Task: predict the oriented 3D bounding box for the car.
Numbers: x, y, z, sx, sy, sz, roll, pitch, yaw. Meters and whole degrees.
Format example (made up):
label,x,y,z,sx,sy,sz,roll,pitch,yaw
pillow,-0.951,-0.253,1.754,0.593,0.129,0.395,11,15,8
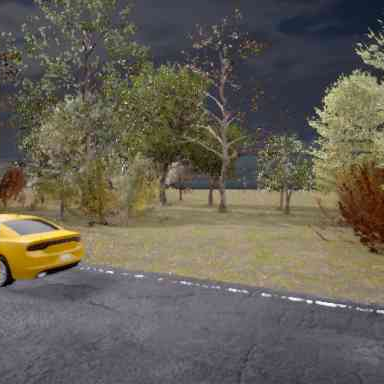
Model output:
label,x,y,z,sx,sy,sz,roll,pitch,yaw
car,-5.201,1.342,8.864,5.008,1.535,1.882,1,1,25
